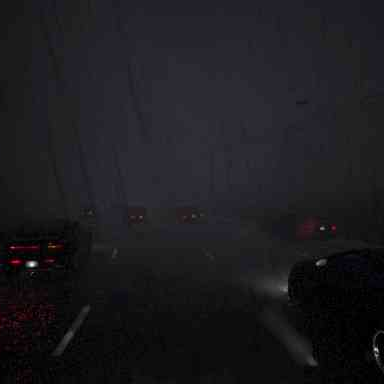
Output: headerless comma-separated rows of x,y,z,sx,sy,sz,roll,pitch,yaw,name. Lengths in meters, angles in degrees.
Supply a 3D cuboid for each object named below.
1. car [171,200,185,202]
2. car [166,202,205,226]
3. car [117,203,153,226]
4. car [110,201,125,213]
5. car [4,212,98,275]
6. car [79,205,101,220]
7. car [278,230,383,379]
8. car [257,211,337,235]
-1.923,1.751,42.242,2.097,1.767,4.553,0,-1,-17,car
-0.612,1.789,25.759,2.033,1.411,5.357,0,-1,-17,car
-4.281,1.810,25.628,2.033,1.411,5.357,0,-1,-17,car
-9.620,1.936,43.527,1.882,1.535,5.008,0,0,-17,car
-4.517,1.636,11.058,1.837,1.490,4.892,0,0,-8,car
-9.552,1.893,31.237,2.033,1.411,5.357,0,-1,-17,car
3.125,1.596,5.408,1.994,1.385,4.181,0,0,-4,car
5.164,1.673,16.996,2.033,1.411,5.357,0,-1,-12,car
